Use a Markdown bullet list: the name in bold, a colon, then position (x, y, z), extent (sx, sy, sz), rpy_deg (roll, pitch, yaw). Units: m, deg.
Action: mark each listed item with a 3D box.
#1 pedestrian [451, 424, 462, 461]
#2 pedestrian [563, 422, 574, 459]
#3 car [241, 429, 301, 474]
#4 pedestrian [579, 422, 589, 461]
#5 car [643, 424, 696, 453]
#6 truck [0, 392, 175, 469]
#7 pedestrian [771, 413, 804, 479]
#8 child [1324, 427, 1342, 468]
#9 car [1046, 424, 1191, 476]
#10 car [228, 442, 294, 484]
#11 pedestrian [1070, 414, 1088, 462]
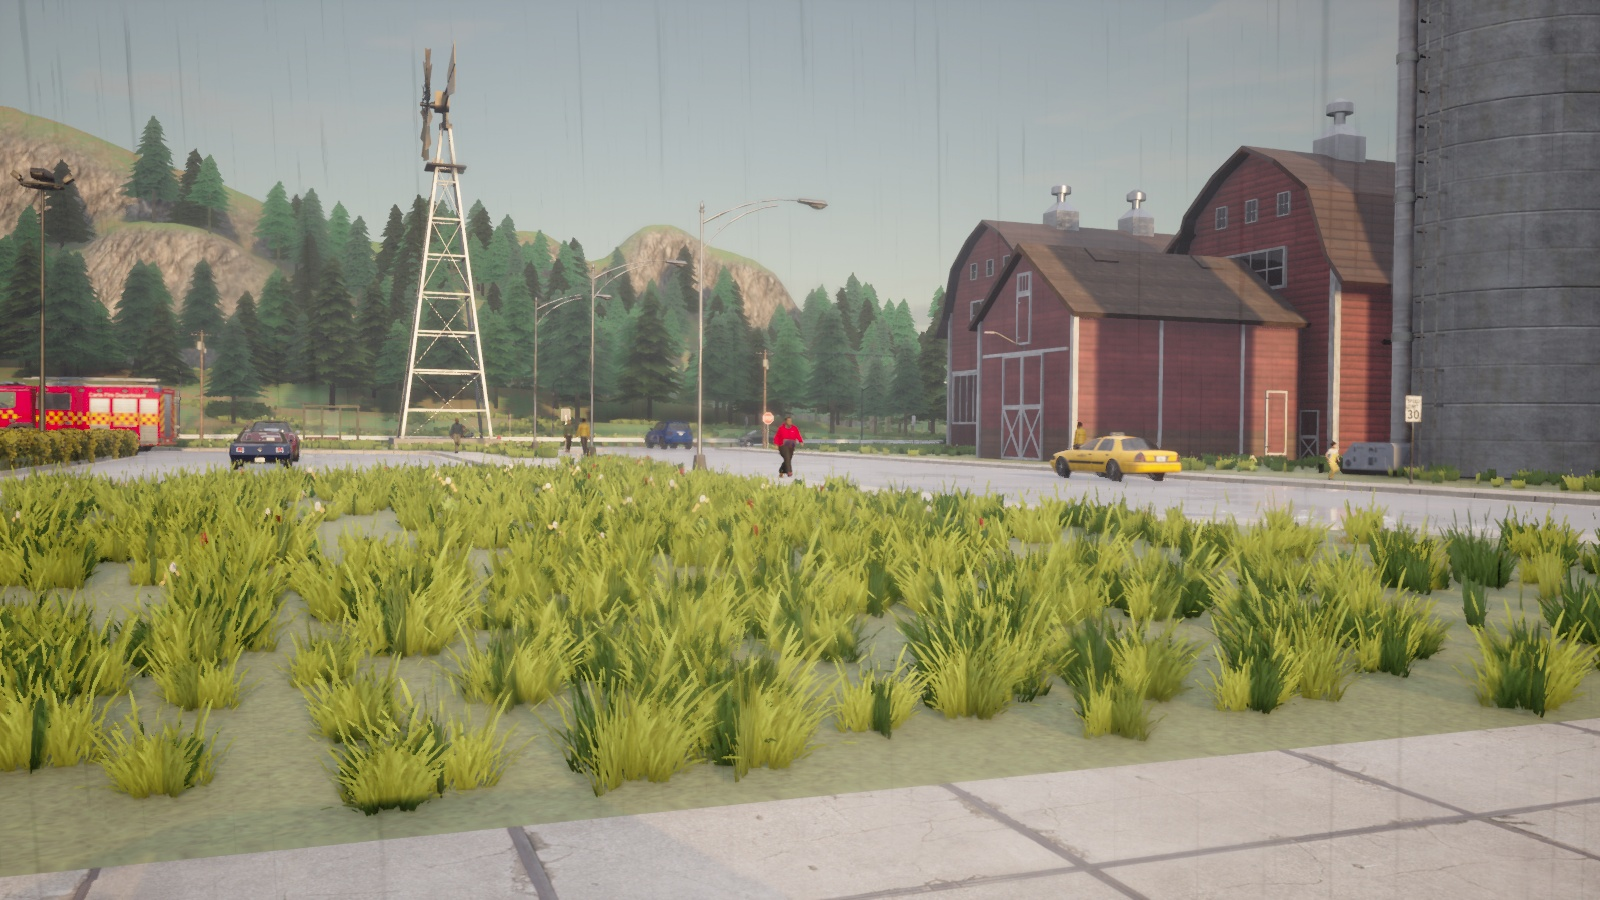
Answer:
- **pedestrian**: position (-16.982, -0.376, 62.095), extent (0.370, 1.835, 0.726), rpy_deg (-1, 1, -26)
- **pedestrian**: position (-12.322, -0.502, 66.906), extent (0.423, 1.949, 0.788), rpy_deg (-1, 1, -21)
- **car**: position (-22.007, 0.042, 52.381), extent (2.097, 1.767, 4.553), rpy_deg (-1, 1, -21)
- **pedestrian**: position (-10.365, -0.416, 60.329), extent (0.431, 1.840, 0.709), rpy_deg (-1, 1, -12)
- **car**: position (-9.549, -0.865, 91.292), extent (2.150, 2.045, 5.566), rpy_deg (-1, 1, -24)
- **truck**: position (-37.411, -1.021, 65.048), extent (8.468, 3.827, 2.891), rpy_deg (-1, 1, -10)
- **pedestrian**: position (-0.356, -0.119, 35.413), extent (0.634, 1.844, 0.899), rpy_deg (-1, 1, -22)
- **child**: position (16.475, -0.078, 38.845), extent (0.270, 1.263, 0.437), rpy_deg (-1, 1, -24)
- **car**: position (10.261, -0.040, 40.967), extent (1.801, 1.575, 5.366), rpy_deg (-1, 1, -21)
- **car**: position (-18.439, 0.396, 43.119), extent (1.895, 1.301, 4.718), rpy_deg (-1, 1, -21)
- **pedestrian**: position (10.927, -0.464, 49.144), extent (0.431, 1.840, 0.709), rpy_deg (-1, 1, -12)
